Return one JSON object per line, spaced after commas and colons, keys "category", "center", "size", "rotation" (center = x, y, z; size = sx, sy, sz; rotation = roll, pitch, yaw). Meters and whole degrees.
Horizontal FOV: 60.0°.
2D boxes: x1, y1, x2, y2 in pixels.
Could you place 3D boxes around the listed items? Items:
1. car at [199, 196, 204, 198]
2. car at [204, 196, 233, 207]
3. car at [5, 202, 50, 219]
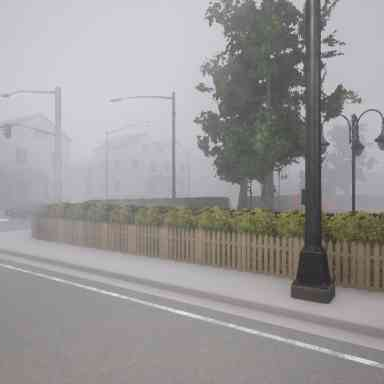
{"category": "car", "center": [1.890, 1.352, 52.023], "size": [2.097, 1.767, 4.553], "rotation": [0, 0, 35]}
{"category": "car", "center": [4.308, 1.491, 49.081], "size": [2.128, 1.511, 4.902], "rotation": [0, 0, 35]}
{"category": "car", "center": [-14.017, 1.564, 29.258], "size": [1.994, 1.385, 4.181], "rotation": [0, 0, 35]}
